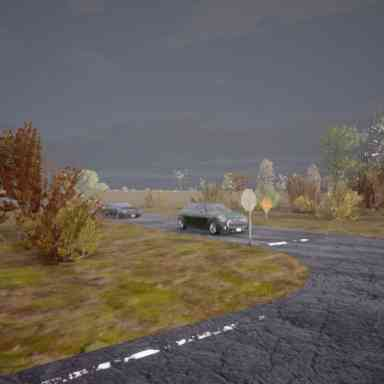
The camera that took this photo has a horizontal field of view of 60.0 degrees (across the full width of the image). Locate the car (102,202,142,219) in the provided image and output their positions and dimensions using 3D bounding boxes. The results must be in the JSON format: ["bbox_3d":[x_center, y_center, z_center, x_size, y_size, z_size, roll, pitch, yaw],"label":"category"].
[{"bbox_3d":[-6.354,1.565,29.391,2.033,1.411,5.357,0,0,-36],"label":"car"}]

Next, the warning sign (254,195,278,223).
[{"bbox_3d":[5.172,1.142,23.176,1.300,1.860,1.060,0,0,-36],"label":"warning sign"}]

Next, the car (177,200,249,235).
[{"bbox_3d":[1.105,1.359,18.973,2.097,1.767,4.553,0,0,-36],"label":"car"}]
